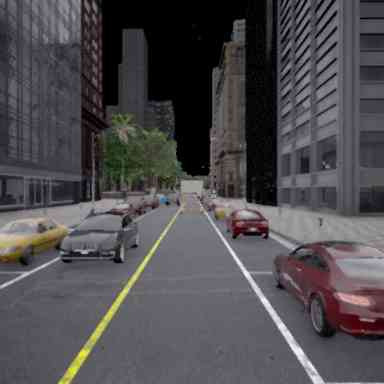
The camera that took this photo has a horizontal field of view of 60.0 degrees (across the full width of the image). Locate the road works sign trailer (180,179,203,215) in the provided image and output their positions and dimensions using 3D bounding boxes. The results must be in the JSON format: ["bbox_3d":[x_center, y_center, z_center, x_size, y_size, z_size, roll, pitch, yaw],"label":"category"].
[{"bbox_3d":[-0.018,0.467,34.200,2.380,3.560,2.880,0,0,0],"label":"road works sign trailer"}]

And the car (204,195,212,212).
[{"bbox_3d":[2.738,1.445,38.927,1.967,1.590,4.097,0,0,0],"label":"car"}]

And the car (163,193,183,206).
[{"bbox_3d":[-3.079,1.234,54.421,2.150,2.045,5.566,0,0,0],"label":"car"}]

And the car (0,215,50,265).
[{"bbox_3d":[-5.772,1.523,11.633,1.752,1.417,4.829,0,0,0],"label":"car"}]

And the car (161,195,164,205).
[{"bbox_3d":[-5.792,1.556,49.785,1.887,1.381,4.507,0,0,0],"label":"car"}]

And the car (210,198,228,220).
[{"bbox_3d":[2.744,1.526,28.247,1.752,1.417,4.829,0,0,0],"label":"car"}]

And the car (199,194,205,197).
[{"bbox_3d":[2.727,1.545,60.797,1.752,1.417,4.829,0,0,0],"label":"car"}]

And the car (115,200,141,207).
[{"bbox_3d":[-5.781,1.582,28.082,1.802,1.307,4.206,0,0,0],"label":"car"}]

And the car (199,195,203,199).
[{"bbox_3d":[2.730,1.567,55.202,2.008,1.369,4.403,0,0,0],"label":"car"}]

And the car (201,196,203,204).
[{"bbox_3d":[2.732,1.557,49.777,1.887,1.381,4.507,0,0,0],"label":"car"}]

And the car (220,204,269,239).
[{"bbox_3d":[2.750,1.543,17.227,1.887,1.381,4.507,0,0,0],"label":"car"}]

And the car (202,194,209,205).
[{"bbox_3d":[2.735,1.448,44.352,1.967,1.590,4.097,0,0,0],"label":"car"}]

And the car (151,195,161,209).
[{"bbox_3d":[-5.791,1.322,44.360,2.192,1.841,5.009,0,0,0],"label":"car"}]

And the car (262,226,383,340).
[{"bbox_3d":[2.756,1.581,6.377,1.802,1.307,4.206,0,0,0],"label":"car"}]

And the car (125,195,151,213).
[{"bbox_3d":[-5.785,1.317,33.507,2.192,1.841,5.009,0,0,0],"label":"car"}]

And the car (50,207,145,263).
[{"bbox_3d":[-3.093,1.504,12.023,1.837,1.490,4.892,0,0,0],"label":"car"}]

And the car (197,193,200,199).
[{"bbox_3d":[2.723,1.338,66.052,2.192,1.841,5.009,0,0,0],"label":"car"}]

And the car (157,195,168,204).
[{"bbox_3d":[-5.801,1.463,66.064,1.967,1.590,4.097,0,0,0],"label":"car"}]
